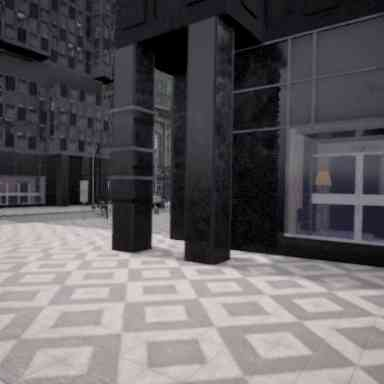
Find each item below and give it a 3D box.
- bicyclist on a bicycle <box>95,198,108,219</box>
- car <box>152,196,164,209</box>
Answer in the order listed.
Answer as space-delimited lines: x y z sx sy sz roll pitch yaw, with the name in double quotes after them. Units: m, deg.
-7.152 1.328 26.236 1.656 1.620 0.582 1 1 36 "bicyclist on a bicycle"
-5.357 1.220 39.396 2.097 1.767 4.553 1 1 36 "car"
